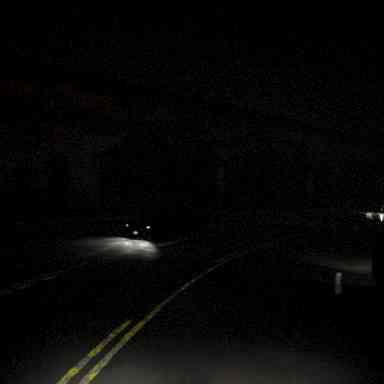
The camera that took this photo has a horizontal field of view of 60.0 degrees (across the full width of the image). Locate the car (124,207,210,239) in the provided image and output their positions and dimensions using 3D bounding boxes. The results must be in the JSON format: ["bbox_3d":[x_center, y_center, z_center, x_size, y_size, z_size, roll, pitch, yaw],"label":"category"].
[{"bbox_3d":[-1.104,1.534,17.729,2.033,1.411,5.357,1,0,36],"label":"car"}]

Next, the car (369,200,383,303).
[{"bbox_3d":[4.437,1.268,4.932,2.150,2.045,5.566,0,0,16],"label":"car"}]

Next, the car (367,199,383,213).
[{"bbox_3d":[24.360,1.735,42.013,5.008,1.535,1.882,1,0,-35],"label":"car"}]
